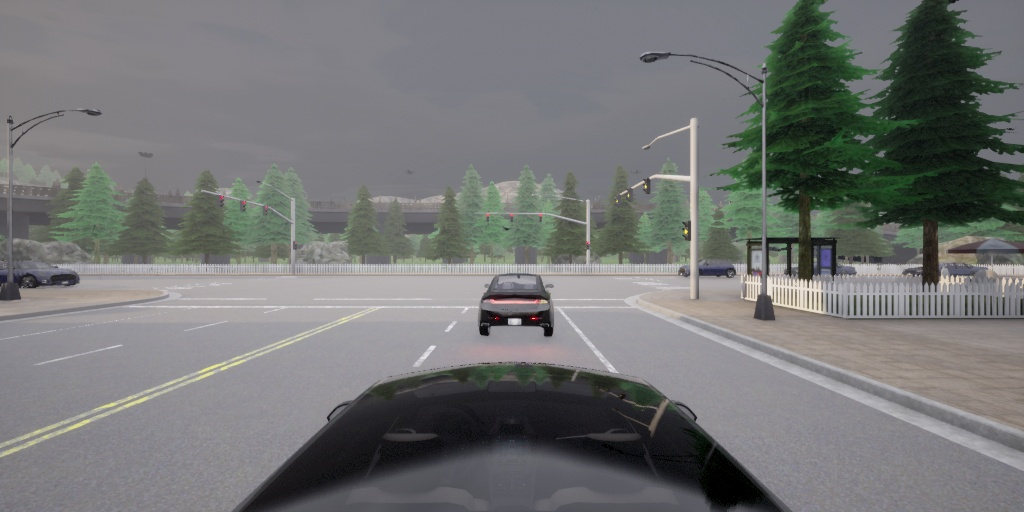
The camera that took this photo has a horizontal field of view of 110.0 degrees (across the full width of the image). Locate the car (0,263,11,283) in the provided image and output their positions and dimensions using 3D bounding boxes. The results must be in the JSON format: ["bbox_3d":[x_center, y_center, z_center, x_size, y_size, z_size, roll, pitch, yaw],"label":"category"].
[{"bbox_3d":[-39.450,1.242,25.239,5.357,1.411,2.033,0,0,-2],"label":"car"}]

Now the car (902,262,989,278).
[{"bbox_3d":[38.061,1.242,31.508,5.357,1.411,2.033,0,0,10],"label":"car"}]

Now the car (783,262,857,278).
[{"bbox_3d":[27.670,1.242,32.255,5.357,1.411,2.033,0,0,1],"label":"car"}]

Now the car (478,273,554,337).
[{"bbox_3d":[0.180,1.242,10.352,2.128,1.511,4.902,0,0,3],"label":"car"}]

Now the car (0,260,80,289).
[{"bbox_3d":[-29.449,1.046,21.801,4.553,1.767,2.097,0,0,0],"label":"car"}]

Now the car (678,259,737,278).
[{"bbox_3d":[17.513,1.046,32.347,4.553,1.767,2.097,0,0,0],"label":"car"}]
